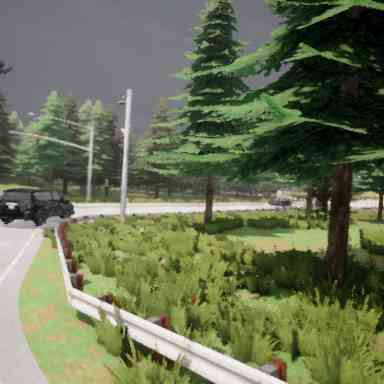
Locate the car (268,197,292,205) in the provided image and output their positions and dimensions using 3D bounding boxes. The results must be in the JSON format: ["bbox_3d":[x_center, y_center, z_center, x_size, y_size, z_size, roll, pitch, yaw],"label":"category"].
[{"bbox_3d":[13.719,1.485,51.649,1.882,1.535,5.008,5,3,43],"label":"car"}]

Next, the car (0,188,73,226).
[{"bbox_3d":[-9.351,0.806,20.377,2.150,2.045,5.566,3,2,5],"label":"car"}]

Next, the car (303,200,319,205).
[{"bbox_3d":[19.359,1.876,52.495,2.033,1.411,5.357,5,2,42],"label":"car"}]
